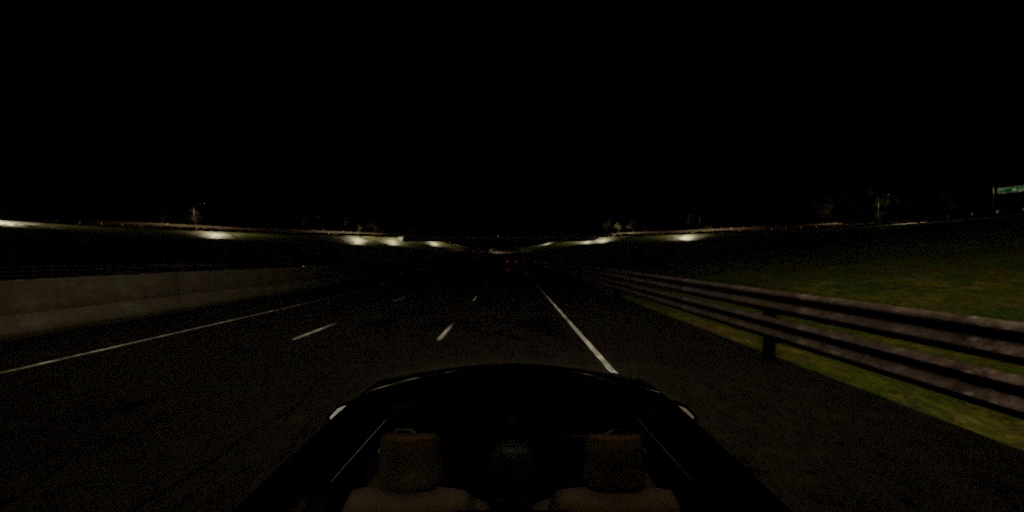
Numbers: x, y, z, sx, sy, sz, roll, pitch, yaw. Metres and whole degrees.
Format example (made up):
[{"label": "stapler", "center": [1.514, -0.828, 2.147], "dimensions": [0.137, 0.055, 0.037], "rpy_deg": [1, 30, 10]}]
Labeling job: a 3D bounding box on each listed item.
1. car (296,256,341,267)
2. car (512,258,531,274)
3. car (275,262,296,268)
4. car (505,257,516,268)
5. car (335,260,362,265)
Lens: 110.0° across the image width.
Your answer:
[{"label": "car", "center": [-21.064, 1.057, 40.066], "dimensions": [2.150, 2.045, 5.566], "rpy_deg": [0, 0, 1]}, {"label": "car", "center": [1.210, 1.329, 43.126], "dimensions": [1.882, 1.535, 5.008], "rpy_deg": [0, 0, 0]}, {"label": "car", "center": [-24.578, 1.361, 39.999], "dimensions": [1.812, 1.442, 4.674], "rpy_deg": [0, 0, 0]}, {"label": "car", "center": [-0.010, 1.147, 63.886], "dimensions": [2.150, 2.045, 5.566], "rpy_deg": [0, 0, 0]}, {"label": "car", "center": [-17.566, 1.401, 40.361], "dimensions": [1.994, 1.385, 4.181], "rpy_deg": [0, 0, 0]}]
